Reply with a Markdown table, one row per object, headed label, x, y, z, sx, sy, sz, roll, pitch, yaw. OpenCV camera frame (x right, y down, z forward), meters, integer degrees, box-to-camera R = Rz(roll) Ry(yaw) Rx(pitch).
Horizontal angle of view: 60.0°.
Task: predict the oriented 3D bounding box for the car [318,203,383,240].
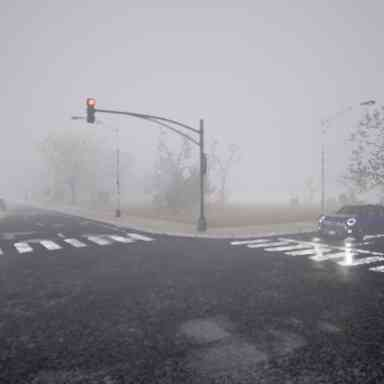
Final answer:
| label | x | y | z | sx | sy | sz | roll | pitch | yaw |
| --- | --- | --- | --- | --- | --- | --- | --- | --- | --- |
| car | 8.777 | 1.441 | 17.728 | 4.553 | 1.767 | 2.097 | 0 | 0 | -34 |

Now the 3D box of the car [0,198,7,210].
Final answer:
| label | x | y | z | sx | sy | sz | roll | pitch | yaw |
| --- | --- | --- | --- | --- | --- | --- | --- | --- | --- |
| car | -24.588 | 1.533 | 41.971 | 1.837 | 1.490 | 4.892 | -1 | 0 | -33 |
